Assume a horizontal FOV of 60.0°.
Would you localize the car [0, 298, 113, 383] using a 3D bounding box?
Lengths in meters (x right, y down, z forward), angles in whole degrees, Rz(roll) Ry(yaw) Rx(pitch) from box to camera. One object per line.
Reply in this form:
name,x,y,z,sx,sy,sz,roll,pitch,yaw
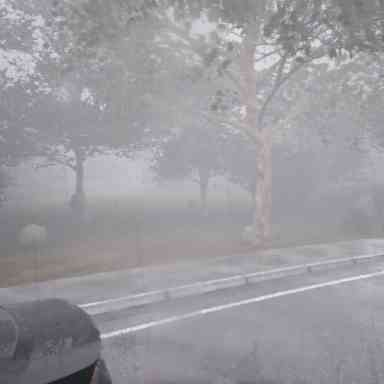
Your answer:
car,-2.919,1.471,1.618,5.008,1.535,1.882,-1,1,-36
